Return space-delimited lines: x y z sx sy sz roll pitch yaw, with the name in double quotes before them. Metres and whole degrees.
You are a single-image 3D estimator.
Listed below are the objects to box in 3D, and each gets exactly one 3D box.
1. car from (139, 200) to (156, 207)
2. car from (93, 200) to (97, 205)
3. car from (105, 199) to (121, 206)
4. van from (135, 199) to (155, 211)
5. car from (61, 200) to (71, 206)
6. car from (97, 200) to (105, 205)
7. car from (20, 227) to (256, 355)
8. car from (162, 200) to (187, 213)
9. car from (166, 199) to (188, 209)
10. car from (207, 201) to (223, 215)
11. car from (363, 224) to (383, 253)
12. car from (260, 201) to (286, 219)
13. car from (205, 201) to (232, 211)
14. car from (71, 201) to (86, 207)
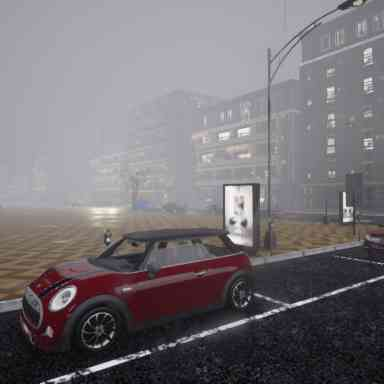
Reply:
"car" -9.256 2.424 68.775 1.802 1.307 4.206 -2 0 -36
"car" -25.778 2.797 91.189 1.887 1.381 4.507 -2 0 -36
"car" -19.172 2.528 82.223 1.967 1.590 4.097 -2 0 -36
"van" -7.411 2.034 52.093 1.690 1.788 3.998 -2 0 -36
"car" -32.524 2.861 86.218 1.887 1.381 4.507 -2 0 -36
"car" -22.473 2.736 86.706 1.947 1.339 4.313 -2 0 -36
"car" -0.809 1.440 6.013 4.097 1.590 1.967 0 0 -36
"car" -2.431 2.114 45.250 1.887 1.381 4.507 -2 0 -36
"car" -2.647 2.118 59.812 1.967 1.590 4.097 -2 0 -36
"car" 3.720 1.968 36.828 2.008 1.369 4.403 -2 0 -36
"car" 8.138 1.581 12.508 4.206 1.307 1.802 0 0 -36
"car" 7.025 1.887 32.345 2.008 1.369 4.403 -2 0 -36
"car" 4.025 2.096 50.891 1.802 1.307 4.206 -2 0 -36
"car" -25.915 2.703 77.252 2.008 1.369 4.403 -2 0 -36
